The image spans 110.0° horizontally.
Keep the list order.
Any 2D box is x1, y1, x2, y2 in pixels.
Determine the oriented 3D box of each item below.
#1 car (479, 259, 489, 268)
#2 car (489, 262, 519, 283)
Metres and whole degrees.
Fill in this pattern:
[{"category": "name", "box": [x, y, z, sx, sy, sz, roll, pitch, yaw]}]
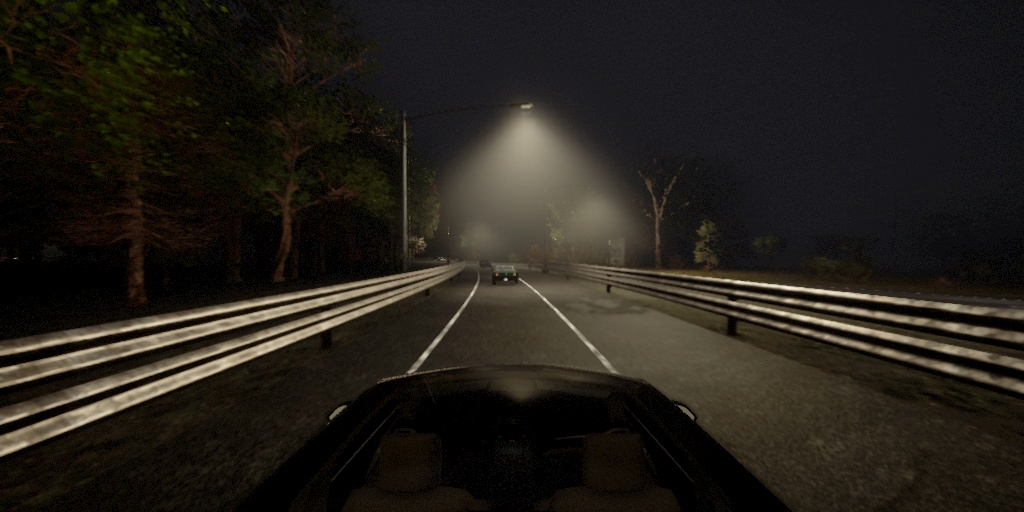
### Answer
[{"category": "car", "box": [-4.743, 1.296, 62.821, 2.033, 1.411, 5.357, 0, 0, -10]}, {"category": "car", "box": [-0.609, 1.351, 27.570, 1.895, 1.301, 4.718, 0, 0, -4]}]
